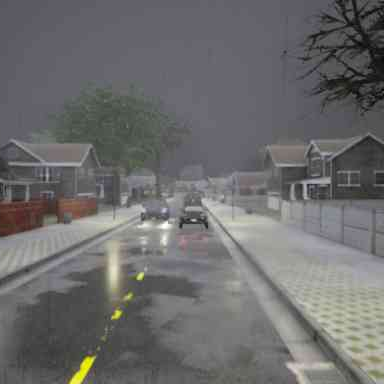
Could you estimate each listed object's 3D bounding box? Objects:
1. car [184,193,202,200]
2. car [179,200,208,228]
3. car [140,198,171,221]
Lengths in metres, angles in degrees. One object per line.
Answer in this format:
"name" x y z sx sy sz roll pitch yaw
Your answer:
"car" 0.119 1.199 42.315 2.150 2.045 5.566 0 0 0
"car" 0.110 1.516 22.220 1.812 1.442 4.674 0 0 0
"car" -2.829 1.340 26.700 2.097 1.767 4.553 0 0 0
